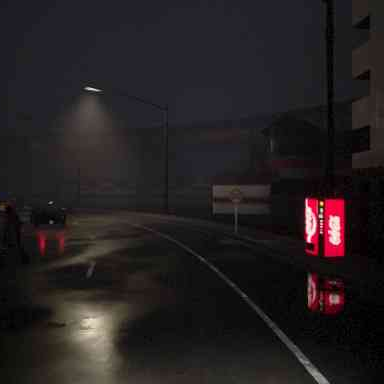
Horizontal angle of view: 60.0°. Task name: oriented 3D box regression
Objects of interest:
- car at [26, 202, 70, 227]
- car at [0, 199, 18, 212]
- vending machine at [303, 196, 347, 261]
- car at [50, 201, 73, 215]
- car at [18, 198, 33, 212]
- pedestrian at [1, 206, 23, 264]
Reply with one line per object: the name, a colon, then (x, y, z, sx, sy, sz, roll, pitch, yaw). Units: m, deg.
car: (-9.928, 1.601, 22.736, 1.895, 1.301, 4.718, 0, 0, -30)
car: (-20.150, 1.478, 34.112, 5.008, 1.535, 1.882, 0, 0, 39)
vending machine: (4.520, 1.195, 11.353, 1.100, 2.100, 0.880, 0, 0, -13)
car: (-13.442, 1.564, 32.775, 1.994, 1.385, 4.181, 0, 0, -43)
car: (-20.163, 1.491, 38.655, 4.902, 1.511, 2.128, 0, 0, 33)
pedestrian: (-5.580, 1.294, 10.299, 0.375, 1.860, 0.375, 0, 0, -14)
